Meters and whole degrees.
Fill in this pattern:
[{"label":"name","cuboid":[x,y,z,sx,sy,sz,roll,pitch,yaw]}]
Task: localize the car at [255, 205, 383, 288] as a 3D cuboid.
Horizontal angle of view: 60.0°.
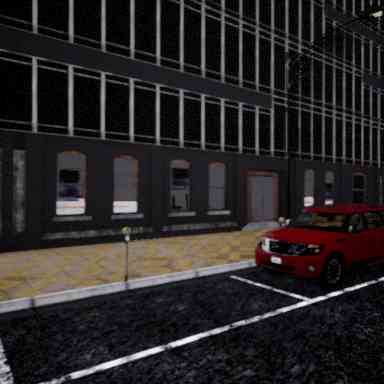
[{"label":"car","cuboid":[4.077,1.325,9.464,5.009,1.841,2.192,0,0,-36]}]
